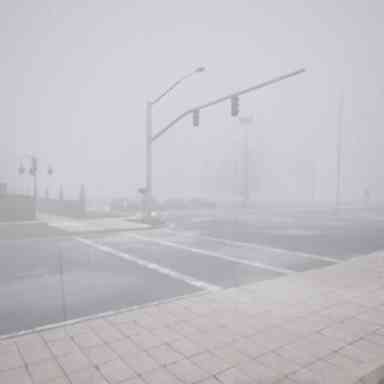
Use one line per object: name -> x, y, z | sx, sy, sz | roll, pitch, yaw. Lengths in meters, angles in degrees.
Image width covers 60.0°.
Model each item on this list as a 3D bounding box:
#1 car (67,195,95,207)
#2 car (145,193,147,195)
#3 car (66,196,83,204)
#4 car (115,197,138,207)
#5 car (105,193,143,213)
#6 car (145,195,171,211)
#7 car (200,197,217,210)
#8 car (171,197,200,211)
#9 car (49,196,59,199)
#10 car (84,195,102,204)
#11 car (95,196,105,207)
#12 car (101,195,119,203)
car -> -16.482, 1.571, 49.306 | 1.895, 1.301, 4.718 | 0, 0, -36
car -> -7.730, 1.163, 55.134 | 2.150, 2.045, 5.566 | 0, 1, -36
car -> -22.577, 1.469, 63.734 | 1.837, 1.490, 4.892 | 0, 0, -36
car -> -10.426, 1.482, 52.888 | 1.812, 1.442, 4.674 | 0, 0, -36
car -> -7.516, 1.322, 36.998 | 2.097, 1.767, 4.553 | 0, 0, -36
car -> -4.897, 1.466, 39.347 | 1.837, 1.490, 4.892 | 0, 0, -36
car -> 1.191, 1.427, 42.882 | 1.882, 1.535, 5.008 | 0, 0, -36
car -> -1.655, 1.447, 40.842 | 2.128, 1.511, 4.902 | 0, 0, -36
car -> -25.609, 1.507, 61.952 | 1.812, 1.442, 4.674 | 0, 0, -36
car -> -19.451, 1.458, 65.396 | 1.837, 1.490, 4.892 | 0, 1, -36
car -> -13.165, 1.510, 50.695 | 2.033, 1.411, 5.357 | 0, 0, -36
car -> -16.721, 1.446, 67.611 | 1.837, 1.490, 4.892 | 0, 0, -36
